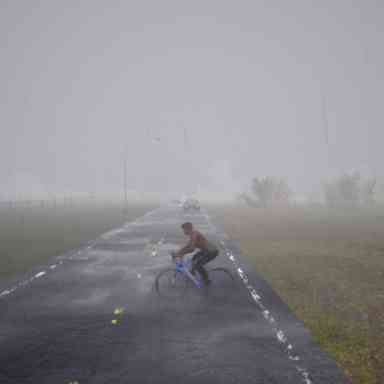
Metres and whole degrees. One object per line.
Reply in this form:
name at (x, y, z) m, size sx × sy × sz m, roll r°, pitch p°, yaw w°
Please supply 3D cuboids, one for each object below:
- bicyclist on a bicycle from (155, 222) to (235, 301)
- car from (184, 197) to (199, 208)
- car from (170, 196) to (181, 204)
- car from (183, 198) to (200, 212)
bicyclist on a bicycle at (0.064, 1.450, 6.851) m, size 1.656 × 1.620 × 0.582 m, roll 0°, pitch 0°, yaw 0°
car at (-0.078, 1.550, 48.750) m, size 2.033 × 1.411 × 5.357 m, roll 0°, pitch 0°, yaw 0°
car at (-3.043, 1.517, 62.305) m, size 1.882 × 1.535 × 5.008 m, roll 0°, pitch 0°, yaw 0°
car at (-0.034, 1.591, 38.808) m, size 1.895 × 1.301 × 4.718 m, roll 0°, pitch 0°, yaw 0°
